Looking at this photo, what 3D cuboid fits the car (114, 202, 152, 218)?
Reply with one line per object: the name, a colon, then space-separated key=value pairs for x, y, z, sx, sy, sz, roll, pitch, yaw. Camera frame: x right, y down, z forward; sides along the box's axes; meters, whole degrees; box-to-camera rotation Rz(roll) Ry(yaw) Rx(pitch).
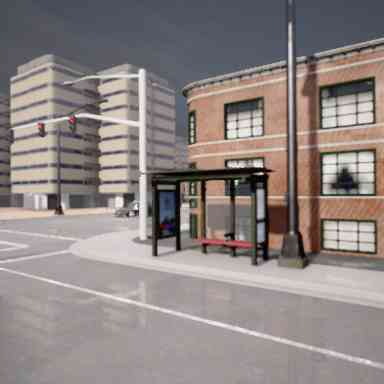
car: x=-5.581 y=1.778 z=33.080 sx=1.837 sy=1.490 sz=4.892 roll=-1 pitch=2 yaw=35
